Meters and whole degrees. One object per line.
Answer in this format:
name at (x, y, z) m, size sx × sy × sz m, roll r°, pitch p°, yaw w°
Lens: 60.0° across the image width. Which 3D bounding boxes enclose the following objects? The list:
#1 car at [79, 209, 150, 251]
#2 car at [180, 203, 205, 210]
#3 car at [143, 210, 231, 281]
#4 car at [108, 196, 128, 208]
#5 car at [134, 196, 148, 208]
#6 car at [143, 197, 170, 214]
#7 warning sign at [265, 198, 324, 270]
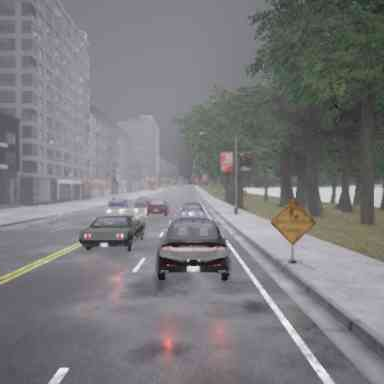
car at (-3.190, 1.635, 14.342) m, size 1.895 × 1.301 × 4.718 m, roll 0°, pitch 0°, yaw 0°
car at (0.027, 1.580, 26.103) m, size 2.033 × 1.411 × 5.357 m, roll 0°, pitch 0°, yaw 0°
car at (0.044, 1.516, 9.886) m, size 2.128 × 1.511 × 4.902 m, roll 0°, pitch 0°, yaw 0°
car at (-9.913, 1.314, 44.879) m, size 1.882 × 1.535 × 5.008 m, roll 0°, pitch 1°, yaw 0°
car at (-6.663, 1.333, 45.466) m, size 1.837 × 1.490 × 4.892 m, roll 0°, pitch 1°, yaw 0°
car at (-3.212, 1.470, 32.349) m, size 1.882 × 1.535 × 5.008 m, roll 0°, pitch 0°, yaw 0°
warning sign at (2.850, 1.138, 9.398) m, size 1.300 × 1.860 × 1.060 m, roll 1°, pitch 1°, yaw 0°
